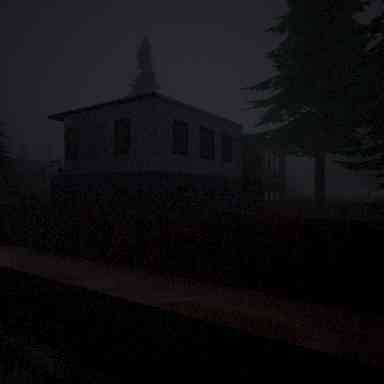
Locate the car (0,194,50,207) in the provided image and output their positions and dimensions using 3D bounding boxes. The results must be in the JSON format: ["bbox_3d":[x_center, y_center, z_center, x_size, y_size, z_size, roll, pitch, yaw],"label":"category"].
[{"bbox_3d":[-14.710,1.202,29.549,2.150,2.045,5.566,0,0,27],"label":"car"}]
